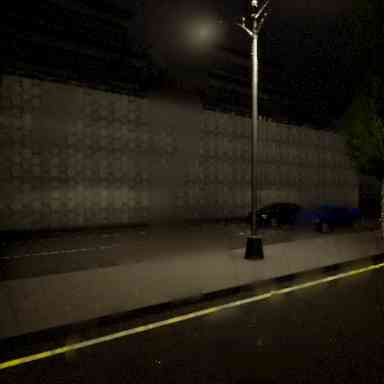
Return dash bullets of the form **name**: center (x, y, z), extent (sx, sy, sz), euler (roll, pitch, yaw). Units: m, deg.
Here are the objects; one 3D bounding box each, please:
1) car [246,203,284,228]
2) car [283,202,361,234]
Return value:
- **car**: center (5.828, 1.456, 22.275), extent (5.008, 1.535, 1.882), euler (0, 0, -35)
- **car**: center (7.861, 1.456, 19.427), extent (5.008, 1.535, 1.882), euler (0, 0, -35)
